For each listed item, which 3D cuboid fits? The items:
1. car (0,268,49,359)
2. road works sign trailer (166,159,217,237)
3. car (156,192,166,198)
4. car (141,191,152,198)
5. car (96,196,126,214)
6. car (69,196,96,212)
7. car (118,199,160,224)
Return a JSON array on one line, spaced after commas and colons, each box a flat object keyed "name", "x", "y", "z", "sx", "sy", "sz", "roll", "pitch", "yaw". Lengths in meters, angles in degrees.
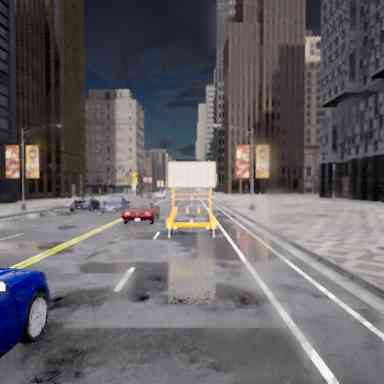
[{"name": "car", "x": -3.154, "y": 1.426, "z": 3.208, "sx": 1.882, "sy": 1.535, "sz": 5.008, "roll": 0, "pitch": 1, "yaw": 0}, {"name": "road works sign trailer", "x": -0.007, "y": 0.218, "z": 16.250, "sx": 2.380, "sy": 3.560, "sz": 2.880, "roll": 0, "pitch": 1, "yaw": 1}, {"name": "car", "x": -6.561, "y": 0.684, "z": 70.399, "sx": 1.895, "sy": 1.301, "sz": 4.718, "roll": 0, "pitch": 1, "yaw": 0}, {"name": "car", "x": -9.813, "y": 0.611, "z": 71.463, "sx": 2.128, "sy": 1.511, "sz": 4.902, "roll": 0, "pitch": 1, "yaw": 0}, {"name": "car", "x": -6.623, "y": 1.100, "z": 29.063, "sx": 1.812, "sy": 1.442, "sz": 4.674, "roll": 0, "pitch": 1, "yaw": 0}, {"name": "car", "x": -9.876, "y": 1.113, "z": 31.003, "sx": 1.994, "sy": 1.385, "sz": 4.181, "roll": 0, "pitch": 1, "yaw": 0}, {"name": "car", "x": -3.170, "y": 1.278, "z": 21.588, "sx": 1.895, "sy": 1.301, "sz": 4.718, "roll": 0, "pitch": 1, "yaw": 0}]
